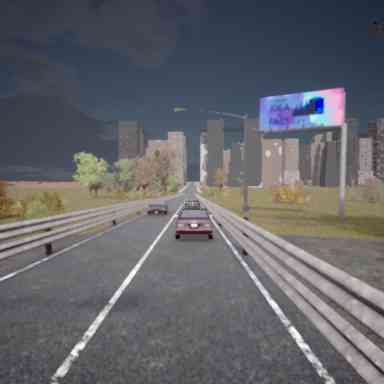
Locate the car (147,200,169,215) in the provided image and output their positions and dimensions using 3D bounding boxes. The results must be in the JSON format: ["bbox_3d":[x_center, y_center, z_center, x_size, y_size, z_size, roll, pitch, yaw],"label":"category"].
[{"bbox_3d":[-3.272,1.519,33.168,2.033,1.411,5.357,0,0,0],"label":"car"}]

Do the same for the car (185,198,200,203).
[{"bbox_3d":[0.094,1.455,42.742,2.128,1.511,4.902,0,0,0],"label":"car"}]

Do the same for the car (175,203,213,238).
[{"bbox_3d":[0.096,1.532,17.363,2.033,1.411,5.357,0,0,0],"label":"car"}]
